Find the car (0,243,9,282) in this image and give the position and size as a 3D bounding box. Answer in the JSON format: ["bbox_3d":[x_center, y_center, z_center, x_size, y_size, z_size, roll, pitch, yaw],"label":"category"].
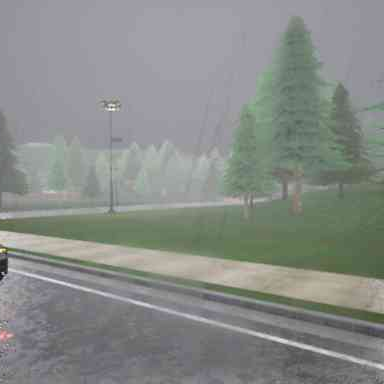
[{"bbox_3d":[-6.587,1.557,8.572,4.892,1.490,1.837,-1,0,36],"label":"car"}]
